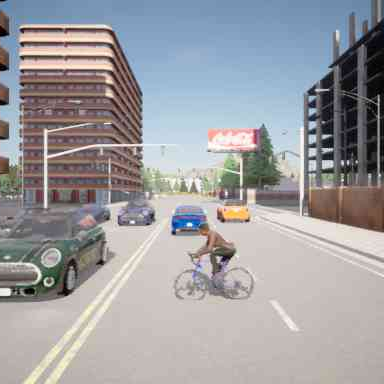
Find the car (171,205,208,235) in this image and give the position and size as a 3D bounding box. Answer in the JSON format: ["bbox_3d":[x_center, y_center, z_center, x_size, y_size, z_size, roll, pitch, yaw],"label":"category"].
[{"bbox_3d":[-0.152,1.478,18.942,1.882,1.535,5.008,0,0,-1],"label":"car"}]

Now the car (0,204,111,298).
[{"bbox_3d":[-3.704,1.352,8.697,2.097,1.767,4.553,0,0,-1],"label":"car"}]

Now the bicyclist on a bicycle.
[{"bbox_3d":[0.440,1.455,6.862,1.656,1.620,0.582,-2,0,-1],"label":"bicyclist on a bicycle"}]

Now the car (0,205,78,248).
[{"bbox_3d":[-7.286,1.491,15.793,2.128,1.511,4.902,0,0,-1],"label":"car"}]

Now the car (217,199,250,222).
[{"bbox_3d":[3.151,1.352,26.071,2.097,1.767,4.553,0,0,-1],"label":"car"}]

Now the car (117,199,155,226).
[{"bbox_3d":[-3.830,1.352,23.507,2.097,1.767,4.553,0,0,0],"label":"car"}]
